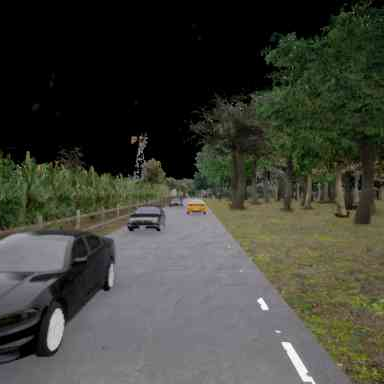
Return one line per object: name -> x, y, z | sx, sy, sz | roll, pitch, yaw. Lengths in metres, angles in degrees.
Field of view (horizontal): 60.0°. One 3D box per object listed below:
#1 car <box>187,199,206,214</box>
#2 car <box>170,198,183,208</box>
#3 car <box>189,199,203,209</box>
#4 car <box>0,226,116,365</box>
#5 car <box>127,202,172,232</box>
car -> 0.460, 1.503, 35.446 | 1.882, 1.535, 5.008 | 0, 0, 1
car -> -2.324, 1.609, 49.301 | 1.994, 1.385, 4.181 | 0, 0, 1
car -> 0.597, 1.644, 47.801 | 1.895, 1.301, 4.718 | 0, 0, 1
car -> -2.804, 1.487, 6.255 | 1.882, 1.535, 5.008 | 0, 0, 0
car -> -2.652, 1.559, 20.639 | 2.033, 1.411, 5.357 | 0, 0, 1
